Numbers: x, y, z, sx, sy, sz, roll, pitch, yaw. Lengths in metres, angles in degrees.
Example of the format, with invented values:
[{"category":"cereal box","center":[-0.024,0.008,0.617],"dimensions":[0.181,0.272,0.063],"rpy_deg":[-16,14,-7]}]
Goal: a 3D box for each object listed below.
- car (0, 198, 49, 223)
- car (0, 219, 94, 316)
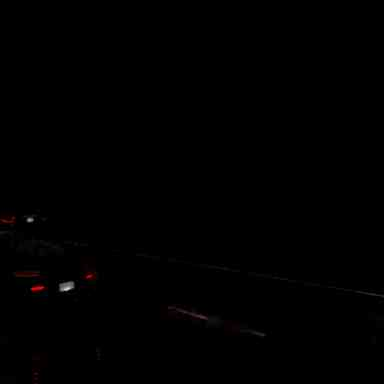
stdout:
[{"category":"car","center":[-9.033,1.307,15.983],"dimensions":[5.566,2.045,2.150],"rpy_deg":[0,0,39]},{"category":"car","center":[-4.098,1.566,7.523],"dimensions":[4.674,1.442,1.812],"rpy_deg":[0,0,38]}]
